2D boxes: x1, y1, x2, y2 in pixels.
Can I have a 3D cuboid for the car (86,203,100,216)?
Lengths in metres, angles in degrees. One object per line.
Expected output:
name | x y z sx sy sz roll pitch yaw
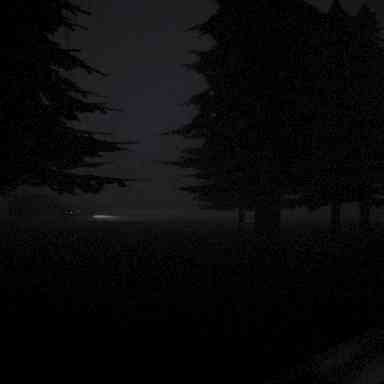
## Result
car | -11.091 1.564 30.712 4.181 1.385 1.994 0 0 3

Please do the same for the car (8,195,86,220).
car | -12.011 1.226 27.255 5.566 2.045 2.150 0 0 3

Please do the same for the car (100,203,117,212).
car | -10.978 1.599 37.715 4.718 1.301 1.895 0 0 3
